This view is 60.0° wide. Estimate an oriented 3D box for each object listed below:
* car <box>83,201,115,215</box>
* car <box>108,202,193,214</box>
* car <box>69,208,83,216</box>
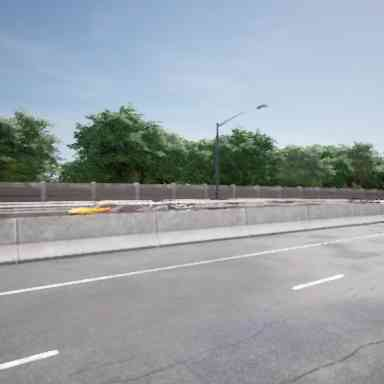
[{"bbox_3d":[-4.523,1.507,22.260,4.674,1.442,1.812,0,0,-35],"label":"car"},{"bbox_3d":[-2.095,1.472,19.692,4.902,1.511,2.128,0,0,-35],"label":"car"},{"bbox_3d":[-6.660,1.459,25.036,5.008,1.535,1.882,0,0,-35],"label":"car"}]
